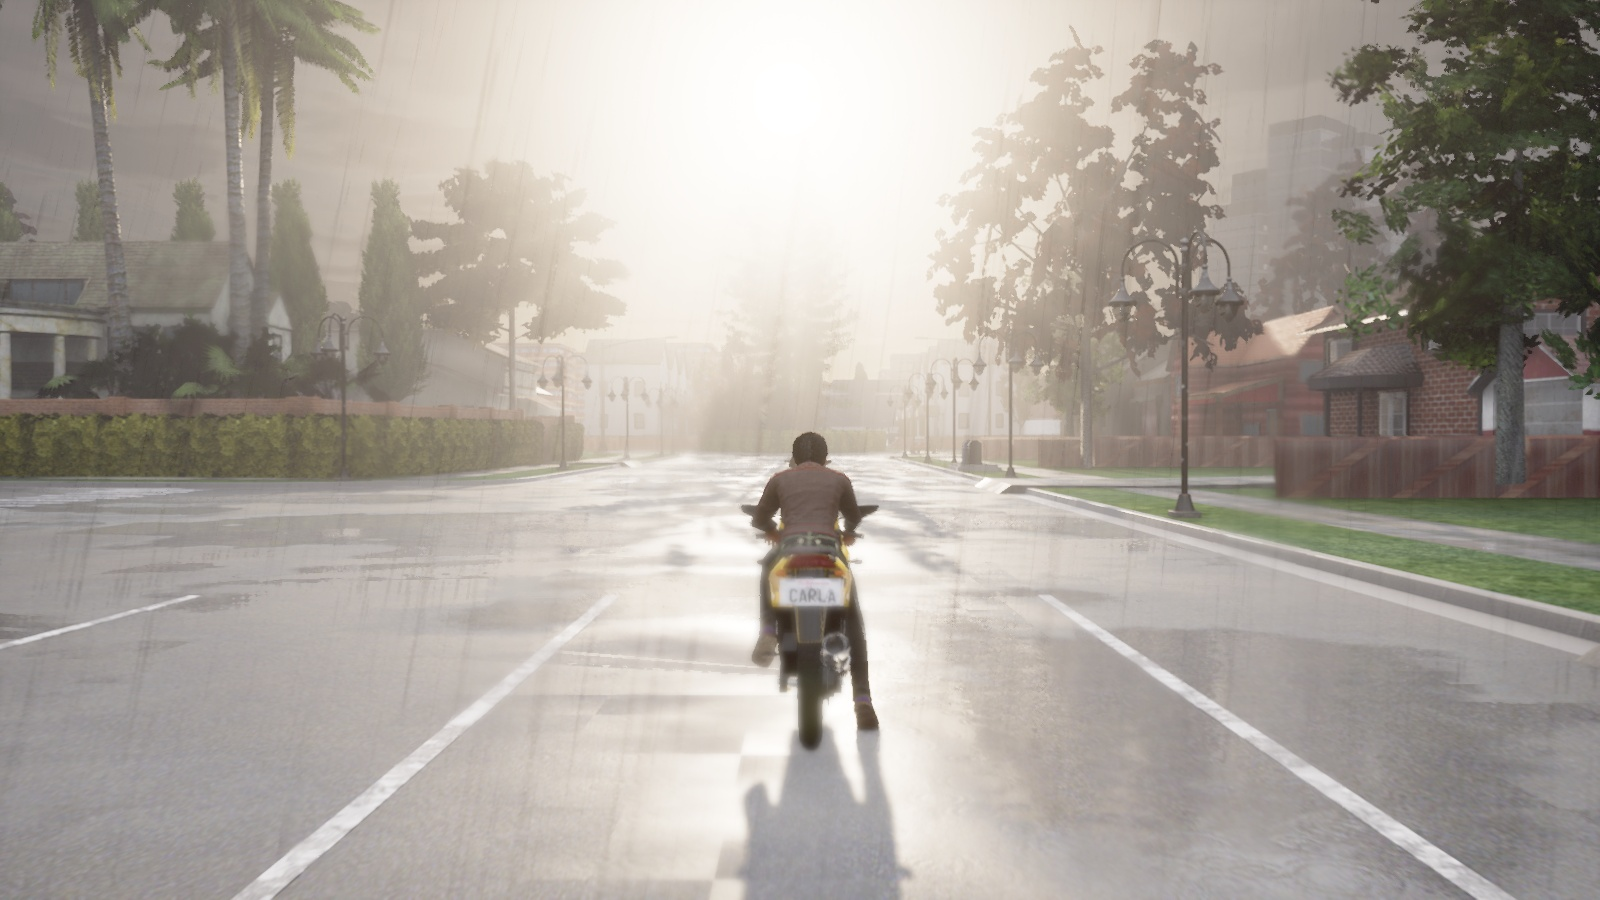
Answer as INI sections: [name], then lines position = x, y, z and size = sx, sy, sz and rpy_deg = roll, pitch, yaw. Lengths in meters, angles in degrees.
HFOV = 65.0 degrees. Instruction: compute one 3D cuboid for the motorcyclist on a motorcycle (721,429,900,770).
[motorcyclist on a motorcycle]
position = 0.052, 0.658, 6.625
size = 0.797, 1.523, 2.044
rpy_deg = 0, 1, 0
